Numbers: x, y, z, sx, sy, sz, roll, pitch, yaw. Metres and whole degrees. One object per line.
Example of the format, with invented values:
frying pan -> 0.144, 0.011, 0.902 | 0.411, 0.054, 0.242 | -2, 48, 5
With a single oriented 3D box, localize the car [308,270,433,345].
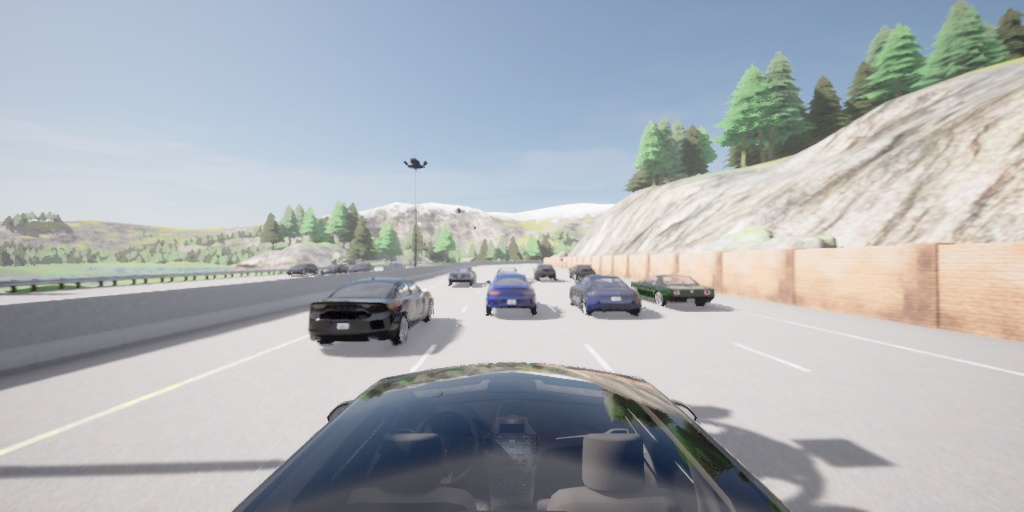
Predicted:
car -> -3.475, 1.300, 9.780 | 1.882, 1.535, 5.008 | 0, -1, -1

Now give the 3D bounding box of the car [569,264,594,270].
car -> 6.556, 1.530, 33.907 | 1.837, 1.490, 4.892 | 0, 0, -1

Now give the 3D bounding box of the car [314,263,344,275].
car -> -21.855, 1.625, 44.401 | 2.128, 1.511, 4.902 | 0, 0, -1

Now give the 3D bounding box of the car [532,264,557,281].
car -> 3.055, 1.533, 33.908 | 1.837, 1.490, 4.892 | 0, 0, -1

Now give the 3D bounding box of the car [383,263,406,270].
car -> -14.873, 1.647, 45.534 | 1.837, 1.490, 4.892 | 0, -1, -1

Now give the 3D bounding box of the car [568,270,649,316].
car -> 3.455, 1.419, 14.015 | 1.994, 1.385, 4.181 | 0, 0, -1

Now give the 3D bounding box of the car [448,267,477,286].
car -> -3.826, 1.530, 28.172 | 2.033, 1.411, 5.357 | 0, -1, -1

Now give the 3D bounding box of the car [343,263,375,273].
car -> -18.342, 1.631, 43.856 | 1.837, 1.490, 4.892 | 0, 0, -1

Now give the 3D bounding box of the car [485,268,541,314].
car -> -0.060, 1.384, 14.194 | 1.812, 1.442, 4.674 | 0, 0, -1

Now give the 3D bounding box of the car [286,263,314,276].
car -> -25.336, 1.633, 43.590 | 1.837, 1.490, 4.892 | 0, 0, -1

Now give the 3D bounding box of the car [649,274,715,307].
car -> 6.921, 1.472, 16.161 | 1.895, 1.301, 4.718 | 0, 0, -1
